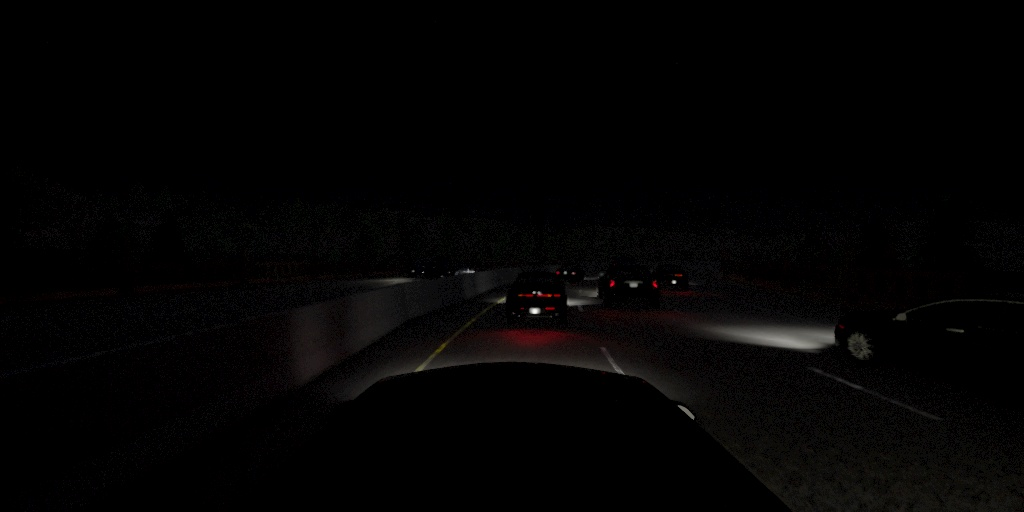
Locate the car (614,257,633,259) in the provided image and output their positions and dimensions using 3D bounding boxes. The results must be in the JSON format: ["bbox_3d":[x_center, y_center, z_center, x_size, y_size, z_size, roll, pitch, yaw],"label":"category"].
[{"bbox_3d":[12.199,1.096,38.789,2.150,2.045,5.566,0,0,25],"label":"car"}]

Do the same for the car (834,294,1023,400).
[{"bbox_3d":[7.298,1.290,5.134,1.837,1.490,4.892,0,0,2],"label":"car"}]

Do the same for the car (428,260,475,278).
[{"bbox_3d":[-5.241,1.364,33.384,2.033,1.411,5.357,0,0,18],"label":"car"}]

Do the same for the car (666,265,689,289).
[{"bbox_3d":[10.347,1.323,23.801,1.837,1.490,4.892,0,0,15],"label":"car"}]

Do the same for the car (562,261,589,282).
[{"bbox_3d":[4.945,1.373,30.221,2.033,1.411,5.357,0,0,19],"label":"car"}]

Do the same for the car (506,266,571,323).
[{"bbox_3d":[0.920,1.273,12.324,1.837,1.490,4.892,0,0,7],"label":"car"}]

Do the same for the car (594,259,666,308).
[{"bbox_3d":[4.981,1.139,15.762,2.097,1.767,4.553,0,0,9],"label":"car"}]

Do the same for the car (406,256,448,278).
[{"bbox_3d":[-8.171,1.042,35.494,2.150,2.045,5.566,0,0,19],"label":"car"}]

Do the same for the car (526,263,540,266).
[{"bbox_3d":[2.346,1.482,42.912,1.895,1.301,4.718,0,0,25],"label":"car"}]
